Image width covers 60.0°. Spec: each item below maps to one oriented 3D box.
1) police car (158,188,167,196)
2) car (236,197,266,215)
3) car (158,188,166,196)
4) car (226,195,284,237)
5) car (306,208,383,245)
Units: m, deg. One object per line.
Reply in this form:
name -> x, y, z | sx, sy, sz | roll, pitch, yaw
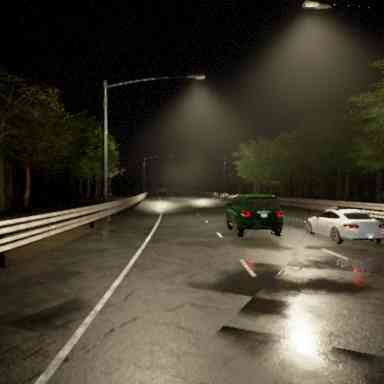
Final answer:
police car -> -7.218, 0.172, 82.075 | 1.930, 1.638, 5.238 | 0, 0, -6
car -> 5.814, 1.340, 33.343 | 1.837, 1.490, 4.892 | 0, 0, -4
car -> -8.257, -0.099, 91.938 | 2.150, 2.045, 5.566 | 0, 0, -6
car -> 3.191, 1.153, 17.872 | 2.150, 2.045, 5.566 | 0, 0, -2
car -> 6.787, 1.467, 15.096 | 1.812, 1.442, 4.674 | 0, 0, -2
